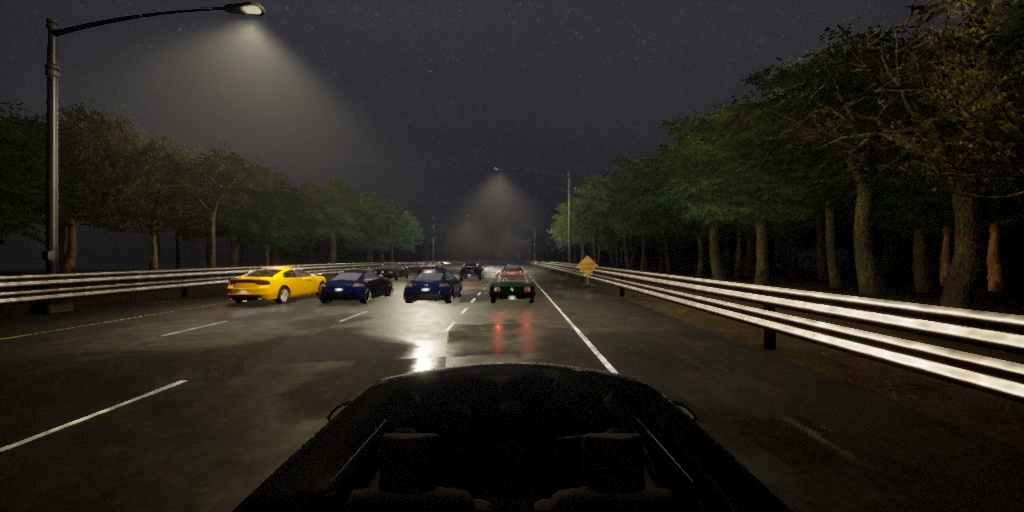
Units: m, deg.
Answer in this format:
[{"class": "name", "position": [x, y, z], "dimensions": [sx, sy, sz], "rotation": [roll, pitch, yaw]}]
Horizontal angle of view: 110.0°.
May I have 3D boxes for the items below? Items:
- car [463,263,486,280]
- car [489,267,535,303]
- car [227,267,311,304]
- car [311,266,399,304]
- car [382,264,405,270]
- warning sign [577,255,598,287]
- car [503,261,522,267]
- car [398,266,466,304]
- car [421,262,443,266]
[{"class": "car", "position": [-3.451, 1.324, 31.475], "dimensions": [1.837, 1.490, 4.892], "rotation": [0, 0, 0]}, {"class": "car", "position": [0.011, 1.374, 16.509], "dimensions": [1.895, 1.301, 4.718], "rotation": [0, 0, 0]}, {"class": "car", "position": [-10.488, 1.242, 16.496], "dimensions": [1.882, 1.535, 5.008], "rotation": [0, 0, 0]}, {"class": "car", "position": [-6.989, 1.330, 16.491], "dimensions": [1.994, 1.385, 4.181], "rotation": [0, 0, 0]}, {"class": "car", "position": [-10.452, 1.371, 31.497], "dimensions": [2.033, 1.411, 5.357], "rotation": [0, 0, 0]}, {"class": "warning sign", "position": [4.572, 0.881, 21.657], "dimensions": [1.300, 1.860, 1.060], "rotation": [0, 0, 0]}, {"class": "car", "position": [0.049, 1.379, 31.463], "dimensions": [1.994, 1.385, 4.181], "rotation": [0, 0, 0]}, {"class": "car", "position": [-3.489, 1.330, 16.485], "dimensions": [1.994, 1.385, 4.181], "rotation": [0, 0, 0]}, {"class": "car", "position": [-6.952, 1.302, 31.487], "dimensions": [2.128, 1.511, 4.902], "rotation": [0, 0, 0]}]
